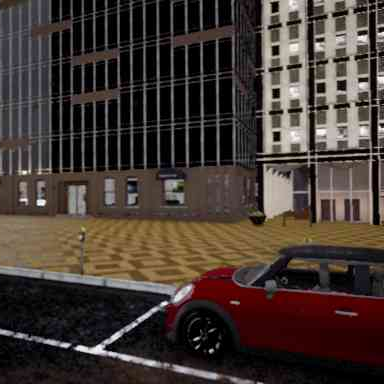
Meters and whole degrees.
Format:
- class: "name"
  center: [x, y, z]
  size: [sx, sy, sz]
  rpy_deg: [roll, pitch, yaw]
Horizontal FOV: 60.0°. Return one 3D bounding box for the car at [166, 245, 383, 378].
- class: "car"
  center: [1.649, 1.513, 4.929]
  size: [4.097, 1.590, 1.967]
  rpy_deg: [0, -2, 21]
